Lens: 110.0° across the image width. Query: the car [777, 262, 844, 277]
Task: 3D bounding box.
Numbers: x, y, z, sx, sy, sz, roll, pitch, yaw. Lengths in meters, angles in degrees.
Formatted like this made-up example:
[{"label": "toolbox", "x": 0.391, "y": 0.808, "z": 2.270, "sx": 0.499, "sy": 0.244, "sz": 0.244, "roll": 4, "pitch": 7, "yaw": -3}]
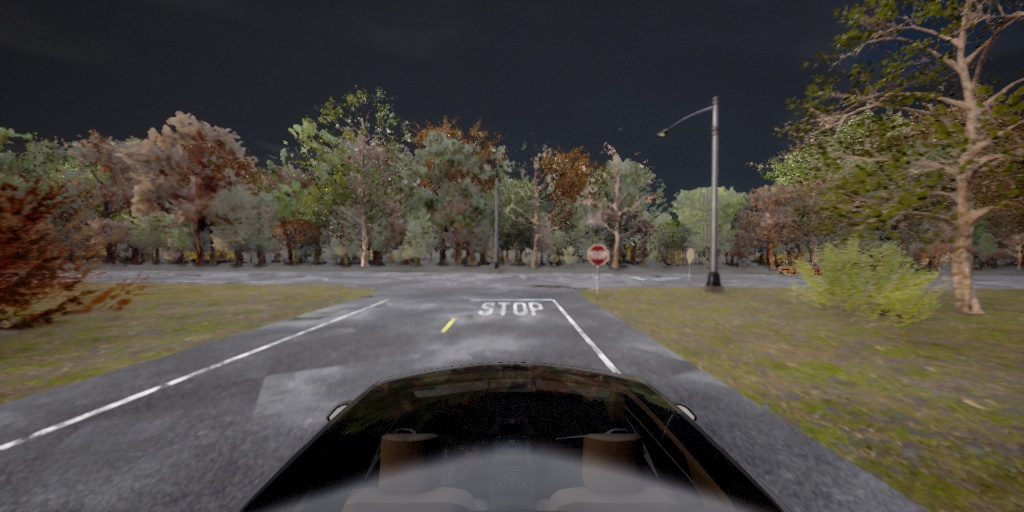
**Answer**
[{"label": "car", "x": 26.435, "y": 1.209, "z": 31.813, "sx": 4.718, "sy": 1.301, "sz": 1.895, "roll": 0, "pitch": 1, "yaw": 0}]
